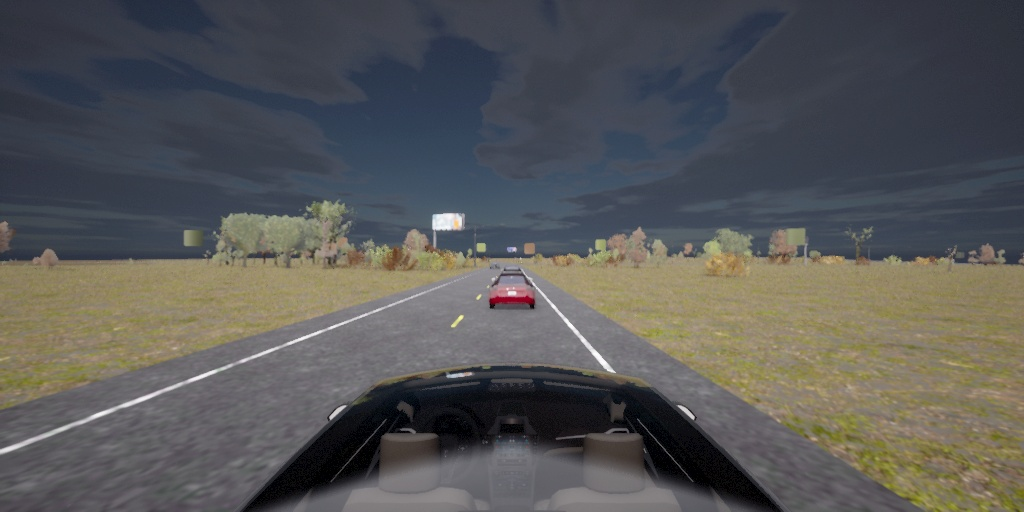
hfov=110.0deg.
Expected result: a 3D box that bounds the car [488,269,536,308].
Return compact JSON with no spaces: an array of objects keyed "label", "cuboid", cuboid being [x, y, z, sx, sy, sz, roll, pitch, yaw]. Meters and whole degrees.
[{"label":"car","cuboid":[0.009,1.455,16.138,1.994,1.385,4.181,0,-1,0]}]

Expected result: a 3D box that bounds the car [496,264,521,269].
[{"label":"car","cuboid":[0.014,1.532,31.129,2.128,1.511,4.902,0,0,0]}]
